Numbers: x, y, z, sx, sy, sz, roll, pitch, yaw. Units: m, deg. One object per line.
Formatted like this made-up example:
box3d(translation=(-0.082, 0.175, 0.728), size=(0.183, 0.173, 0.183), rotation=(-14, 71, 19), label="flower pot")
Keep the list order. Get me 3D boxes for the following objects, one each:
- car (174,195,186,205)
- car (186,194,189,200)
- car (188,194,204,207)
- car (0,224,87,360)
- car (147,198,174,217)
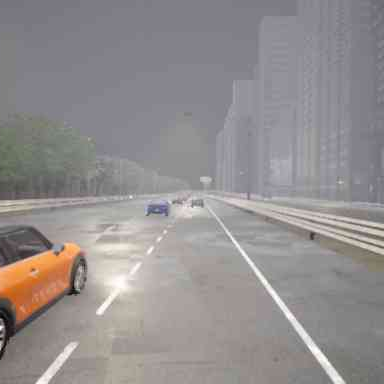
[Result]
box3d(translation=(-2.625, 1.592, 60.065), size=(1.895, 1.301, 4.718), rotation=(0, 0, 1), label="car")
box3d(translation=(-2.392, 1.386, 79.514), size=(2.097, 1.767, 4.553), rotation=(0, 0, 1), label="car")
box3d(translation=(0.856, 1.497, 50.865), size=(2.128, 1.511, 4.902), rotation=(0, 0, 1), label="car")
box3d(translation=(-3.465, 1.325, 5.787), size=(2.097, 1.767, 4.553), rotation=(0, 0, 1), label="car")
box3d(translation=(-3.031, 1.447, 31.514), size=(1.882, 1.535, 5.008), rotation=(0, 0, 1), label="car")
